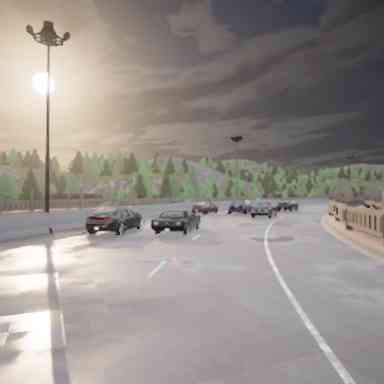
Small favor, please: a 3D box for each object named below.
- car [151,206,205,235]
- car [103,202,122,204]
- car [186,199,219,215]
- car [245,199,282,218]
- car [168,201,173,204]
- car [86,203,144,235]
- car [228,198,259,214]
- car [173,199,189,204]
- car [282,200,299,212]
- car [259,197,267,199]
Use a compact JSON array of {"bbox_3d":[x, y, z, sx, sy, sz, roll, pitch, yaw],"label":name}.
[{"bbox_3d":[-0.782,1.708,19.725,1.895,1.301,4.718,0,0,13],"label":"car"},{"bbox_3d":[-7.925,1.703,32.657,2.128,1.511,4.902,0,0,21],"label":"car"},{"bbox_3d":[1.437,1.742,36.613,1.812,1.442,4.674,0,-1,24],"label":"car"},{"bbox_3d":[6.937,1.709,31.791,2.033,1.411,5.357,0,0,23],"label":"car"},{"bbox_3d":[-2.275,1.929,58.696,2.128,1.511,4.902,-1,-1,35],"label":"car"},{"bbox_3d":[-4.376,1.618,19.527,1.837,1.490,4.892,0,0,13],"label":"car"},{"bbox_3d":[5.663,1.559,37.346,2.097,1.767,4.553,0,0,25],"label":"car"},{"bbox_3d":[-0.474,1.872,55.112,1.882,1.535,5.008,-1,-1,34],"label":"car"},{"bbox_3d":[12.167,1.726,42.089,1.837,1.490,4.892,-1,-1,31],"label":"car"},{"bbox_3d":[13.994,1.811,67.660,1.812,1.442,4.674,-1,-1,43],"label":"car"}]
